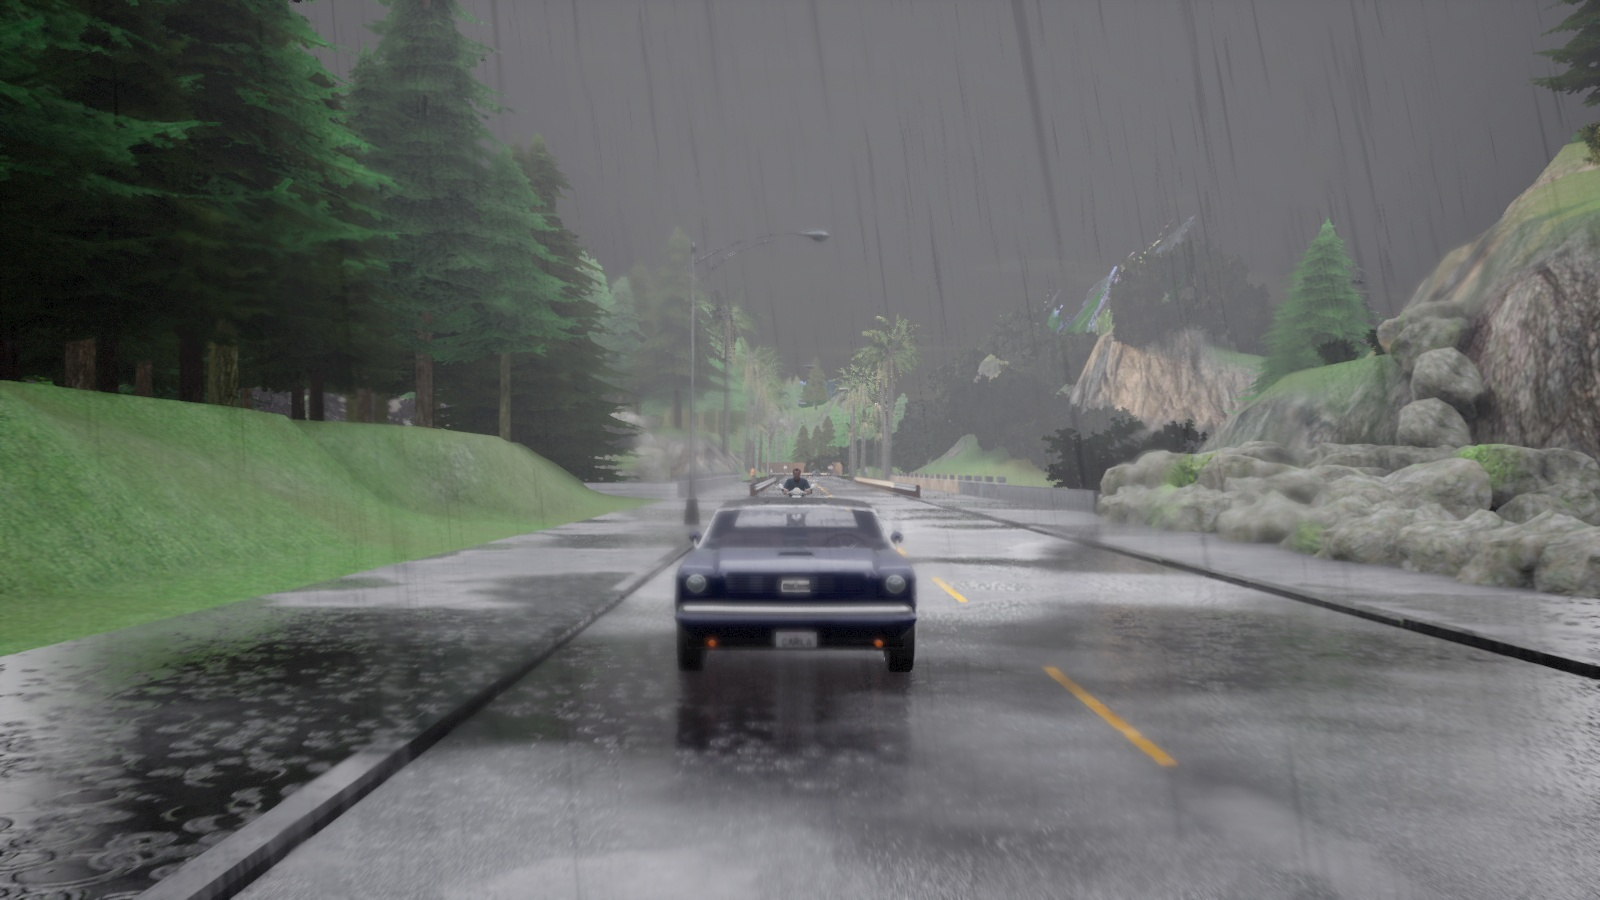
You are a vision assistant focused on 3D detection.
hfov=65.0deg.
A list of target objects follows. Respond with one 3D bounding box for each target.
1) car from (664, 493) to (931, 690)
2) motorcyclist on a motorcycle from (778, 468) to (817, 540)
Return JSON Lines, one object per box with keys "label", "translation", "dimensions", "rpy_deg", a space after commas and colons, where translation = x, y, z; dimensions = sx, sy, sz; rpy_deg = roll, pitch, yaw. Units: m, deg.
{"label": "car", "translation": [-0.026, 1.087, 11.290], "dimensions": [1.895, 1.301, 4.718], "rpy_deg": [0, -1, 0]}
{"label": "motorcyclist on a motorcycle", "translation": [-0.067, 1.213, 28.926], "dimensions": [0.866, 1.590, 1.817], "rpy_deg": [0, -1, 0]}
